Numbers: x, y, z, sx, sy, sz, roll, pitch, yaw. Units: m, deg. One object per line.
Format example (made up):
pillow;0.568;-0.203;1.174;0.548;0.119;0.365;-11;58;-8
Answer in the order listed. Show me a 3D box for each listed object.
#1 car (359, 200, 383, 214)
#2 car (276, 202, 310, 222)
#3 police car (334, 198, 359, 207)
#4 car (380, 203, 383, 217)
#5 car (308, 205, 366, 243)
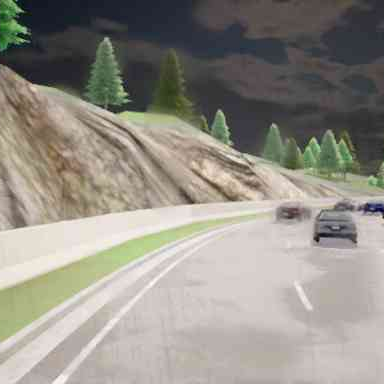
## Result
car;19.580;1.537;35.067;1.882;1.535;5.008;0;0;40
car;8.240;1.506;26.639;1.882;1.535;5.008;0;0;32
police car;18.364;1.563;39.050;2.038;1.542;4.974;0;0;41
car;15.421;1.646;24.507;1.895;1.301;4.718;0;0;36
car;7.065;1.570;16.472;2.033;1.411;5.357;0;0;22
